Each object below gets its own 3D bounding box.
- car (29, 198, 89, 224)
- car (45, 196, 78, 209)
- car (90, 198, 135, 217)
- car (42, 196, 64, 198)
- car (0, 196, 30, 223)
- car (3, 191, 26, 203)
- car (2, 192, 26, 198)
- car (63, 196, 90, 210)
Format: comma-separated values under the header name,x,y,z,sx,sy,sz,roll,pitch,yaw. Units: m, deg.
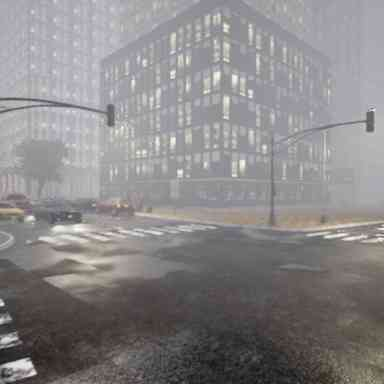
name,x,y,z,sx,sy,sz,roll,pitch,yaw
car,-8.973,1.320,22.288,1.994,1.385,4.181,0,1,-43
car,-14.296,1.127,36.342,1.802,1.307,4.206,2,0,-43
car,-6.632,1.173,28.375,1.967,1.590,4.097,2,0,-43
car,-13.449,1.094,31.662,2.128,1.511,4.902,0,1,-43
car,-12.561,1.230,22.202,1.752,1.417,4.829,2,0,-43
car,-26.049,0.684,48.751,1.967,1.590,4.097,2,0,-43
car,-15.473,0.949,29.151,2.097,1.767,4.553,0,1,-43
car,-10.376,1.208,32.205,1.947,1.339,4.313,2,0,-43
